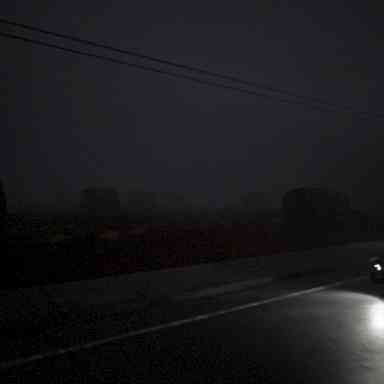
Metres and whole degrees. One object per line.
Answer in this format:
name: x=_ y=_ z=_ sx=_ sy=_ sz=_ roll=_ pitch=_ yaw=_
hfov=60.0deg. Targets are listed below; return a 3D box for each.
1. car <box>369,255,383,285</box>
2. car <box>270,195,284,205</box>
car: x=6.788 y=1.661 z=8.511 sx=5.357 sy=1.411 sz=2.033 roll=1 pitch=0 yaw=-34
car: x=17.940 y=1.705 z=71.311 sx=3.866 sy=1.878 sz=1.905 roll=-1 pitch=5 yaw=13
